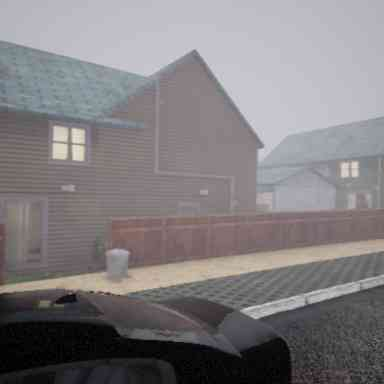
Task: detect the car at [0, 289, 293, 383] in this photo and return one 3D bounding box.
[{"bbox_3d":[-1.541,1.467,1.831,5.008,1.535,1.882,0,0,-35],"label":"car"}]
